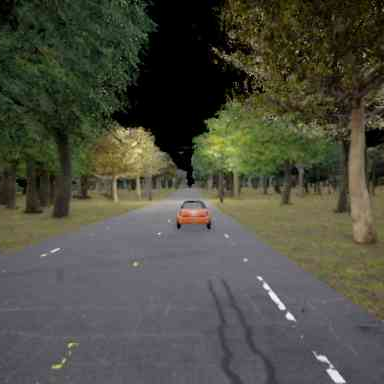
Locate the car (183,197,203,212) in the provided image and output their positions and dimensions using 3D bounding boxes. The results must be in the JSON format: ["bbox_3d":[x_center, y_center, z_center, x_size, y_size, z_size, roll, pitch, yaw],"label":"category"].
[{"bbox_3d":[0.115,1.432,38.579,2.128,1.511,4.902,0,0,0],"label":"car"}]

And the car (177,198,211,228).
[{"bbox_3d":[0.110,1.330,21.930,2.097,1.767,4.553,0,0,0],"label":"car"}]
